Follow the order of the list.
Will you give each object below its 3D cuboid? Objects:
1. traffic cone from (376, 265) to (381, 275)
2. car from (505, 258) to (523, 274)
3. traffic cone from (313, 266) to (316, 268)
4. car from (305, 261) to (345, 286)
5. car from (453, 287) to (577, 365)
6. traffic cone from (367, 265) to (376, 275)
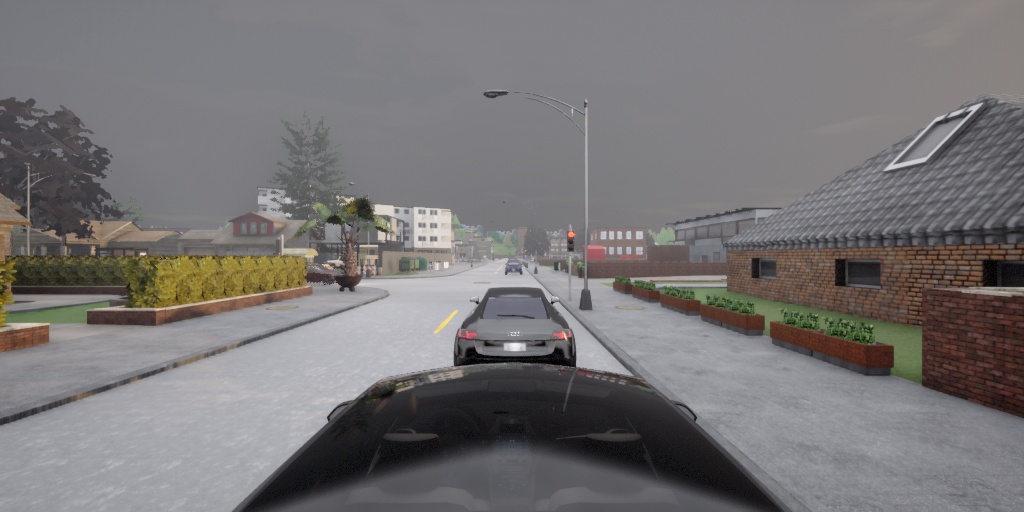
[{"bbox_3d":[-15.396,1.558,40.690,0.344,0.586,0.344,0,0,0],"label":"traffic cone"},{"bbox_3d":[0.156,1.276,40.681,1.812,1.442,4.674,0,0,0],"label":"car"},{"bbox_3d":[-19.803,1.568,35.236,0.344,0.586,0.344,0,0,0],"label":"traffic cone"},{"bbox_3d":[-13.828,1.276,24.757,4.674,1.442,1.812,0,0,0],"label":"car"},{"bbox_3d":[0.058,1.314,7.306,1.994,1.385,4.181,0,0,0],"label":"car"},{"bbox_3d":[-15.757,1.561,40.120,0.344,0.586,0.344,0,0,0],"label":"traffic cone"}]
